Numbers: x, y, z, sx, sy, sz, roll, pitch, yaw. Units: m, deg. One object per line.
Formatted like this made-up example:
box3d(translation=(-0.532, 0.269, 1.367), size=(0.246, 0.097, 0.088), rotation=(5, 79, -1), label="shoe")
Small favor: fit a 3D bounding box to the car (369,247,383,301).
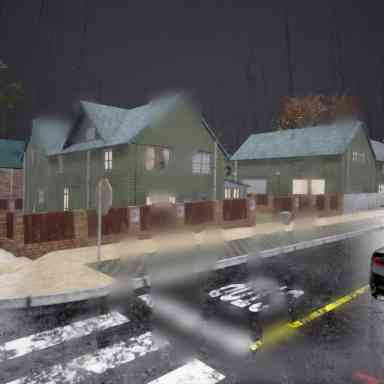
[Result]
box3d(translation=(5.410, 1.365, 6.829), size=(5.008, 1.535, 1.882), rotation=(-1, 2, -42), label="car")
